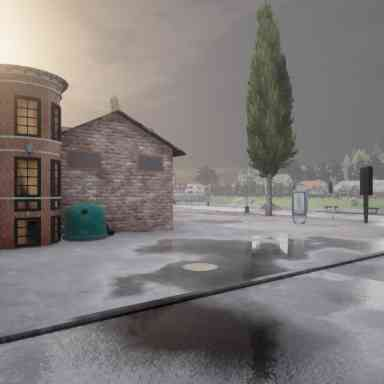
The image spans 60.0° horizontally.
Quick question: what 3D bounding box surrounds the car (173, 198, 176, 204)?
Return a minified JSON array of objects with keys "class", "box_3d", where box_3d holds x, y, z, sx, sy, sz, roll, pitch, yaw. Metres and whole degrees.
[{"class":"car","box_3d":[-4.629,1.526,60.374,1.812,1.442,4.674,0,0,-36]}]
